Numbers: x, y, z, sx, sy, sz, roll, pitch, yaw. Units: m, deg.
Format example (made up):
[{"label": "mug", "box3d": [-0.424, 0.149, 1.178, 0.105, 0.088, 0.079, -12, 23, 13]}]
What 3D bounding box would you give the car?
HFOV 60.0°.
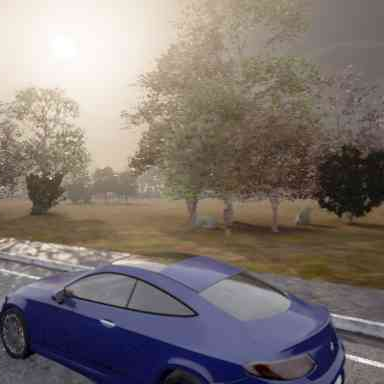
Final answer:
[{"label": "car", "box3d": [-0.594, 1.520, 4.288, 4.674, 1.442, 1.812, 0, 0, 35]}]
